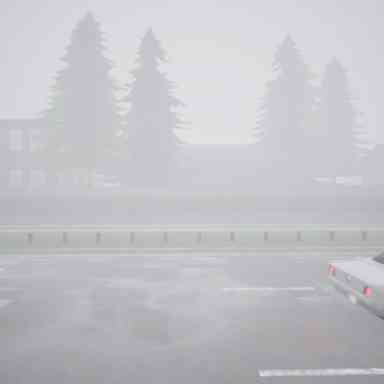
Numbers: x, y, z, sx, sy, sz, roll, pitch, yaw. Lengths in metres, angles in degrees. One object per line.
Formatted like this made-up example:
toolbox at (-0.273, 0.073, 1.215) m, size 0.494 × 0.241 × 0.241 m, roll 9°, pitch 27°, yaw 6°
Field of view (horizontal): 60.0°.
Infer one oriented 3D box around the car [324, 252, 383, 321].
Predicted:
car at (5.007, 1.567, 5.831) m, size 4.718 × 1.301 × 1.895 m, roll 0°, pitch 0°, yaw -1°
